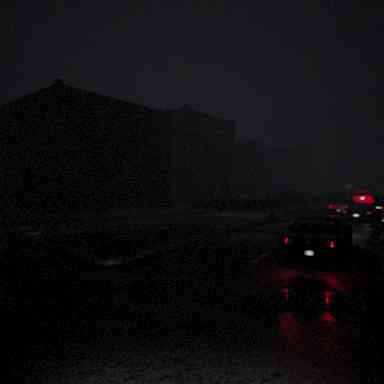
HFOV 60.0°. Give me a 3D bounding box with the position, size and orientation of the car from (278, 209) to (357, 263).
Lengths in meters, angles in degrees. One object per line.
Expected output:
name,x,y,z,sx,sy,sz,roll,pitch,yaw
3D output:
car,4.589,1.526,11.895,1.895,1.301,4.718,1,1,29

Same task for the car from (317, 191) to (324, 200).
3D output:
car,19.625,0.784,57.921,5.008,1.535,2.097,1,1,39

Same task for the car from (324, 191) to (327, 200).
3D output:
car,21.324,0.621,60.090,4.553,1.767,2.185,1,1,39

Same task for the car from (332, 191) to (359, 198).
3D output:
car,36.681,0.462,79.581,5.366,1.575,1.946,1,1,39

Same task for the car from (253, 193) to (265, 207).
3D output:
car,5.864,1.070,40.679,5.008,1.535,2.097,1,1,39

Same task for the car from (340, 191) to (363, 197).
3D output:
car,40.243,0.445,83.794,4.792,1.488,2.163,1,1,39

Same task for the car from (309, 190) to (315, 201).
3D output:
car,16.334,0.858,53.492,5.366,1.575,1.946,1,1,39

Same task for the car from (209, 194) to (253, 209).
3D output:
car,4.170,0.971,38.495,4.553,1.767,2.185,1,1,39

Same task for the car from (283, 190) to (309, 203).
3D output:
car,14.447,0.646,51.466,5.566,2.045,2.435,1,1,39

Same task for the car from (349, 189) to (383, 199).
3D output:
car,20.680,0.831,39.225,2.150,2.045,5.566,1,1,39

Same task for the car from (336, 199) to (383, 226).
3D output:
car,11.340,1.390,22.213,1.994,1.385,4.181,1,1,36

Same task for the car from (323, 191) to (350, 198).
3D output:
car,31.671,0.551,72.996,4.892,1.521,2.231,1,1,39

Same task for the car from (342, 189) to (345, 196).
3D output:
car,28.232,0.613,68.688,4.892,1.521,2.231,1,1,39

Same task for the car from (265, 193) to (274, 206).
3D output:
car,7.589,1.079,42.828,4.674,1.452,2.002,1,1,39

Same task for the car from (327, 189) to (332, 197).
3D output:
car,23.044,0.586,62.244,4.553,1.767,2.185,1,1,39

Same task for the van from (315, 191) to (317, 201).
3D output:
van,18.000,0.597,55.686,4.442,1.987,1.878,1,1,39

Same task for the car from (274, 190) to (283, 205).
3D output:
car,9.332,0.882,44.963,4.553,1.767,2.185,1,1,39

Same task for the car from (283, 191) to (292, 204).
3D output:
car,11.025,0.974,47.147,4.892,1.521,2.231,1,1,39

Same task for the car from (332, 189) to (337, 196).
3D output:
car,24.813,0.552,64.361,4.553,1.767,2.185,1,1,39

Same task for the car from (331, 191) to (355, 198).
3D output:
car,35.108,0.533,77.309,4.674,1.452,2.002,1,1,39

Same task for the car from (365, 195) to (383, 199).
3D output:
car,17.616,1.300,30.543,1.994,1.385,4.181,1,1,39

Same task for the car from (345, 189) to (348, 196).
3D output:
car,29.952,0.582,70.842,4.892,1.521,2.231,1,1,39

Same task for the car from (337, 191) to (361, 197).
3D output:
car,38.550,0.442,81.616,4.892,1.521,2.231,1,1,39

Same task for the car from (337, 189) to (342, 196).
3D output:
car,26.513,0.645,66.533,4.892,1.521,2.231,1,1,39

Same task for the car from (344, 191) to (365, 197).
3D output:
car,41.982,0.432,85.932,4.674,1.452,2.002,1,1,39

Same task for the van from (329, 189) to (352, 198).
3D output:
van,33.555,0.296,75.176,4.442,1.987,1.878,1,1,39

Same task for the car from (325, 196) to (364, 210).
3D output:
car,14.428,1.323,31.368,1.895,1.301,4.718,1,1,39
